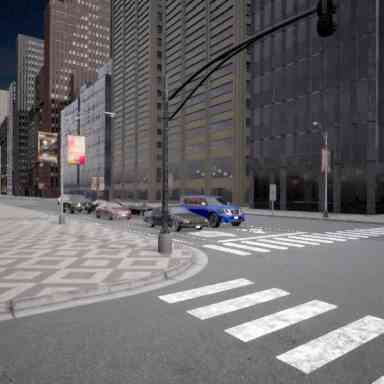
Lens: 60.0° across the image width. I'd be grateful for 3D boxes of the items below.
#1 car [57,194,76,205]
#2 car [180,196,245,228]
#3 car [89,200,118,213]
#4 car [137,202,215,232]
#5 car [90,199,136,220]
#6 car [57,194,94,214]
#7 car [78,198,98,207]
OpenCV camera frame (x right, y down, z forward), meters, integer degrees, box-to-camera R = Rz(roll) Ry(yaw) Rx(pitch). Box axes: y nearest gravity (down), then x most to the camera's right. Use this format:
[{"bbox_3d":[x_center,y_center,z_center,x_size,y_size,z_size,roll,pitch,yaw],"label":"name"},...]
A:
[{"bbox_3d":[-24.725,1.491,65.215,2.150,2.045,5.566,1,-1,-36],"label":"car"},{"bbox_3d":[1.145,1.269,23.103,2.150,2.045,5.566,1,-1,-36],"label":"car"},{"bbox_3d":[-10.591,1.653,39.541,1.812,1.442,4.674,1,-1,-35],"label":"car"},{"bbox_3d":[-1.182,1.569,20.780,2.033,1.411,5.357,1,-1,-35],"label":"car"},{"bbox_3d":[-6.879,1.585,28.747,1.812,1.442,4.674,1,-1,-36],"label":"car"},{"bbox_3d":[-13.103,1.324,37.471,2.150,2.045,5.566,1,-1,-36],"label":"car"},{"bbox_3d":[-17.088,1.718,54.531,1.837,1.490,4.892,1,-2,-35],"label":"car"}]
